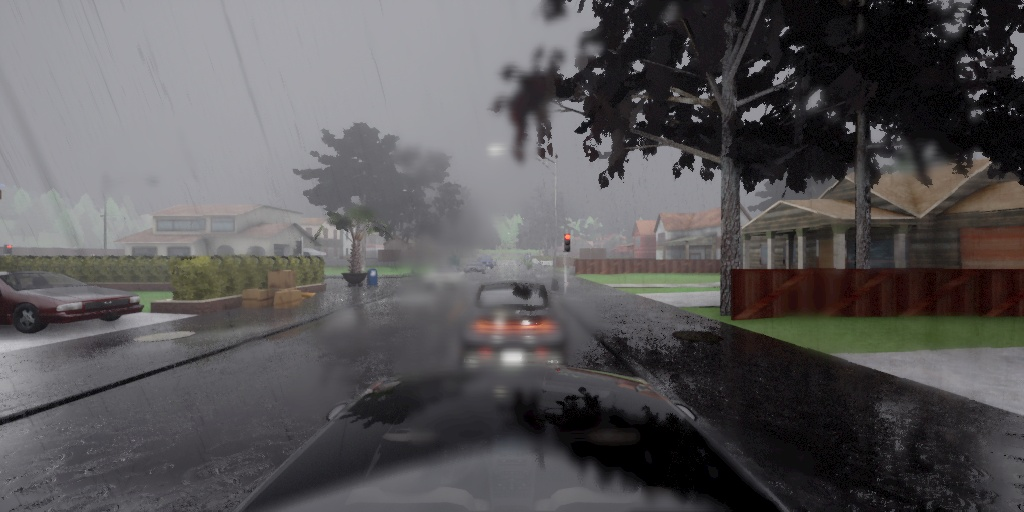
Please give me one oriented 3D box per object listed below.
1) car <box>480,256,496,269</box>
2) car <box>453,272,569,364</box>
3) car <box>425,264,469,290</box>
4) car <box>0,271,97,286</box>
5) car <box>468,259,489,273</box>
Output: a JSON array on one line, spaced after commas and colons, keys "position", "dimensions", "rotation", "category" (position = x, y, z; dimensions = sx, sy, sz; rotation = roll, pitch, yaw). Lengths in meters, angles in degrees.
[{"position": [-4.092, 0.970, 55.786], "dimensions": [2.150, 2.045, 5.566], "rotation": [0, 0, 0], "category": "car"}, {"position": [0.043, 1.255, 7.686], "dimensions": [1.837, 1.490, 4.892], "rotation": [0, 0, 0], "category": "car"}, {"position": [-4.100, 1.351, 22.568], "dimensions": [1.895, 1.301, 4.718], "rotation": [0, 0, 0], "category": "car"}, {"position": [-34.225, 1.241, 26.760], "dimensions": [4.902, 1.511, 2.128], "rotation": [0, 0, 0], "category": "car"}, {"position": [-4.100, 1.314, 40.910], "dimensions": [1.994, 1.385, 4.181], "rotation": [0, 0, 0], "category": "car"}]
